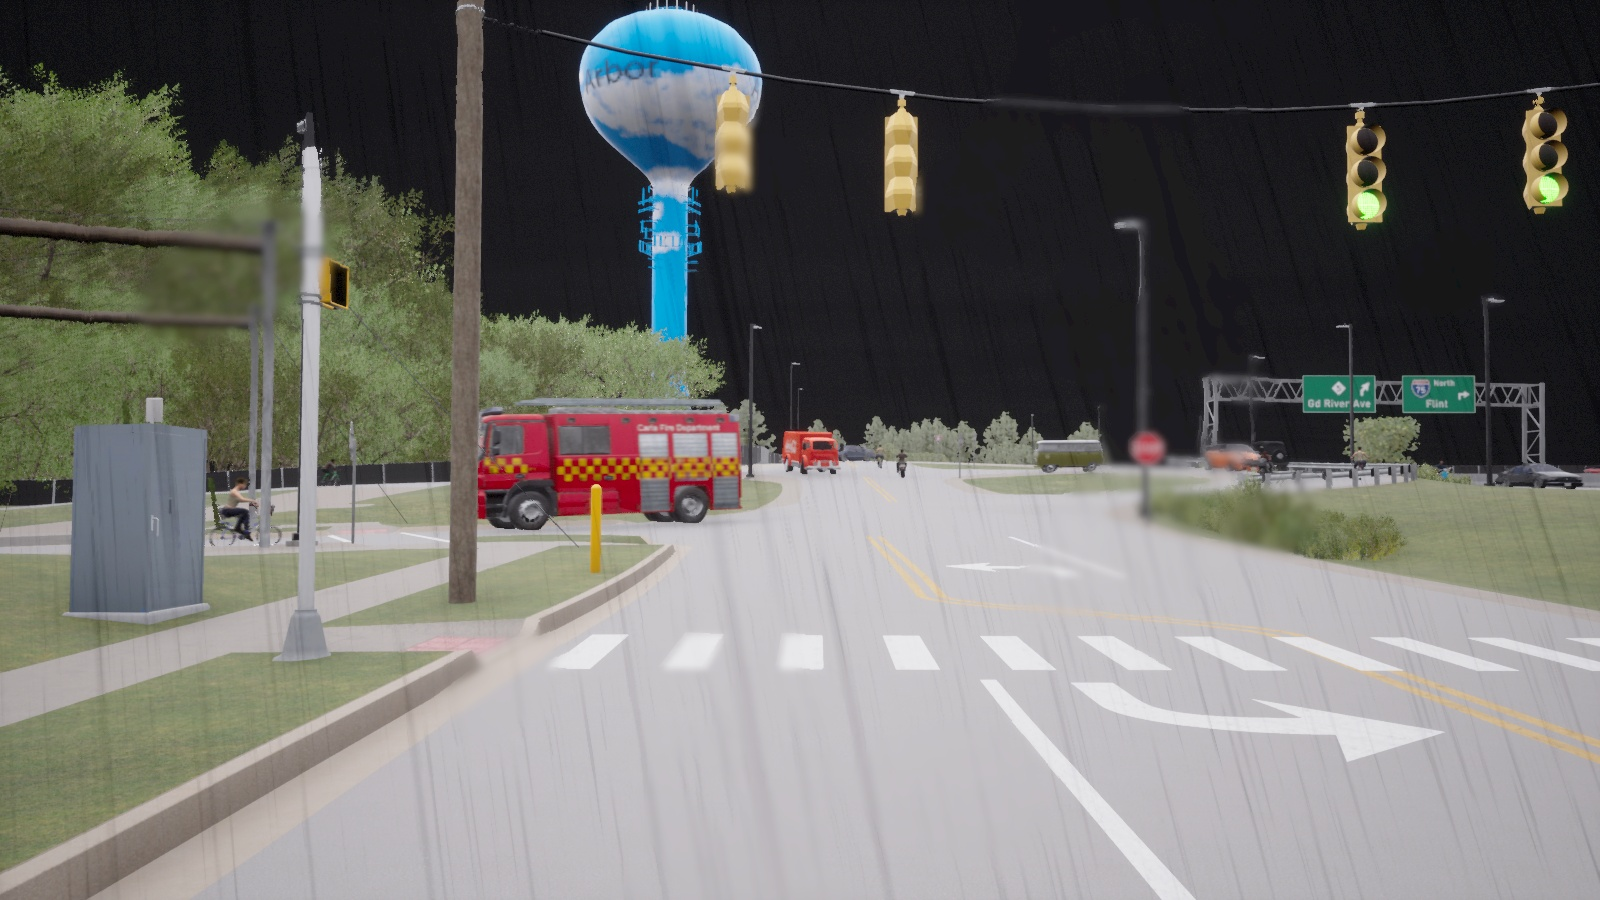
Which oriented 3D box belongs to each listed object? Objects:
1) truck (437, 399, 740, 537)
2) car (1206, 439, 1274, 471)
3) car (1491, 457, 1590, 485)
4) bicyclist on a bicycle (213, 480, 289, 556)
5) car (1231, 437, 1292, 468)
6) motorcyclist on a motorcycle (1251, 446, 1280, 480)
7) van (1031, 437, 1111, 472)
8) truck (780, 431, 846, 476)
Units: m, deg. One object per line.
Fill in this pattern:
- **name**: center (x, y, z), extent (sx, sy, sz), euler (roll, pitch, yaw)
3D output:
- **truck**: center (-6.319, 0.466, 38.020), extent (8.468, 3.827, 2.891), euler (-1, -2, -29)
- **car**: center (25.397, 0.281, 72.660), extent (2.097, 1.767, 4.553), euler (-1, 1, -4)
- **car**: center (38.864, 1.117, 66.088), extent (2.033, 1.411, 5.357), euler (0, -1, 1)
- **bicyclist on a bicycle**: center (-12.351, 1.515, 28.264), extent (1.509, 1.612, 0.866), euler (-1, -2, -24)
- **car**: center (28.578, 0.161, 77.875), extent (1.905, 1.878, 3.866), euler (0, 0, -10)
- **motorcyclist on a motorcycle**: center (22.054, 0.600, 59.435), extent (0.797, 1.523, 2.044), euler (-3, -1, 33)
- **van**: center (16.536, 0.252, 76.752), extent (4.442, 1.987, 1.775), euler (-1, 1, 1)
- **truck**: center (0.728, 0.161, 75.124), extent (2.627, 2.467, 5.204), euler (0, 2, -15)
